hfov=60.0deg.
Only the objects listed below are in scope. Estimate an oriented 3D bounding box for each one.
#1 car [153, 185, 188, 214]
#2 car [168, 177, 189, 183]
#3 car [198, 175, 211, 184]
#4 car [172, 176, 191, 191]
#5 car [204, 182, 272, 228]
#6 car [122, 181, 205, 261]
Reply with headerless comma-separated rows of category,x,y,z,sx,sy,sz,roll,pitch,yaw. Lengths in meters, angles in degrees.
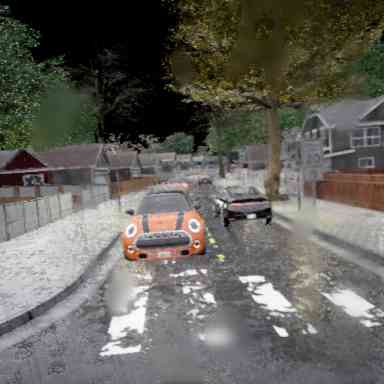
car,-1.250,0.350,21.002,1.895,1.301,4.718,-4,4,-1
car,-1.411,-0.554,30.934,2.097,1.767,4.553,-4,4,0
car,1.802,-1.747,47.714,1.812,1.442,4.674,-4,4,2
car,-1.279,-1.135,42.313,2.033,1.411,5.357,-4,4,2
car,1.935,0.482,14.001,2.128,1.511,4.902,-4,4,-3
car,-0.829,0.782,10.209,2.097,1.767,4.553,-4,4,-3
